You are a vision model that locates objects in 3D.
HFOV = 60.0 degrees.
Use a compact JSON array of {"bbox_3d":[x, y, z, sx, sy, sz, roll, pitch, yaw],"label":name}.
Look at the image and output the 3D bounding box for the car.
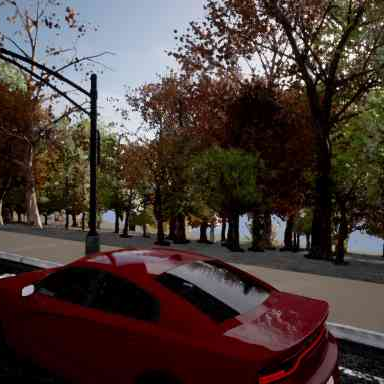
[{"bbox_3d":[-0.849,1.477,4.283,5.008,1.535,1.882,0,0,35],"label":"car"}]
